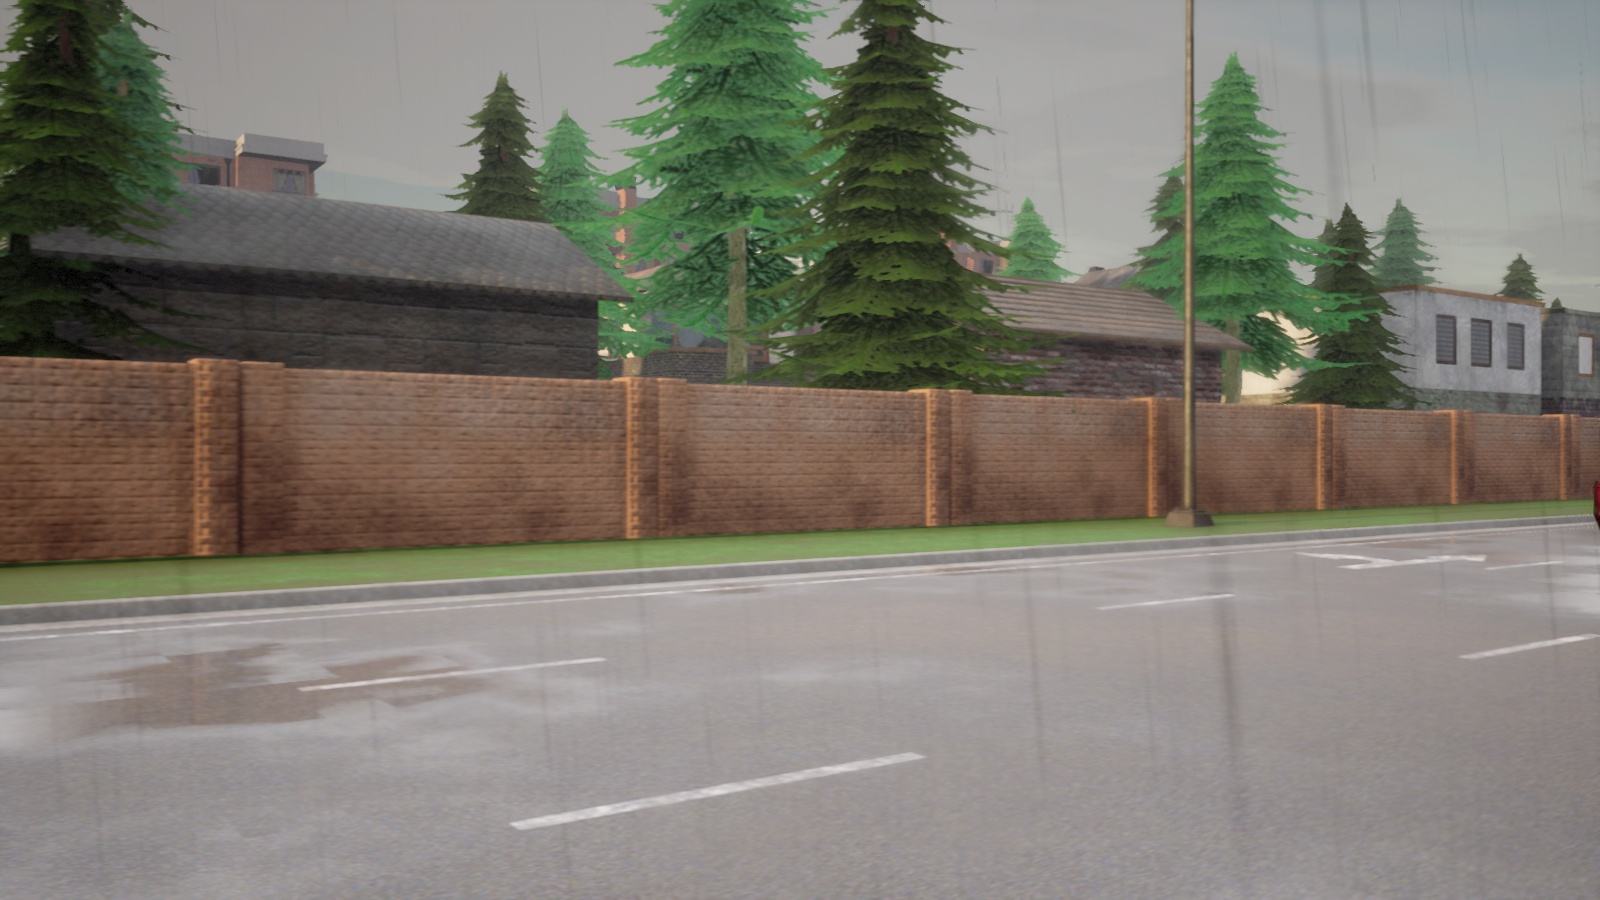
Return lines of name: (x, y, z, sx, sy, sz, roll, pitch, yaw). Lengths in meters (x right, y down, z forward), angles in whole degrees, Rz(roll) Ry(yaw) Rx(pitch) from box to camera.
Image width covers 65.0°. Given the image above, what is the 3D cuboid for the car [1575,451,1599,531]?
car: (17.209, 0.760, 24.167, 4.792, 1.488, 2.163, 0, 0, -35)
